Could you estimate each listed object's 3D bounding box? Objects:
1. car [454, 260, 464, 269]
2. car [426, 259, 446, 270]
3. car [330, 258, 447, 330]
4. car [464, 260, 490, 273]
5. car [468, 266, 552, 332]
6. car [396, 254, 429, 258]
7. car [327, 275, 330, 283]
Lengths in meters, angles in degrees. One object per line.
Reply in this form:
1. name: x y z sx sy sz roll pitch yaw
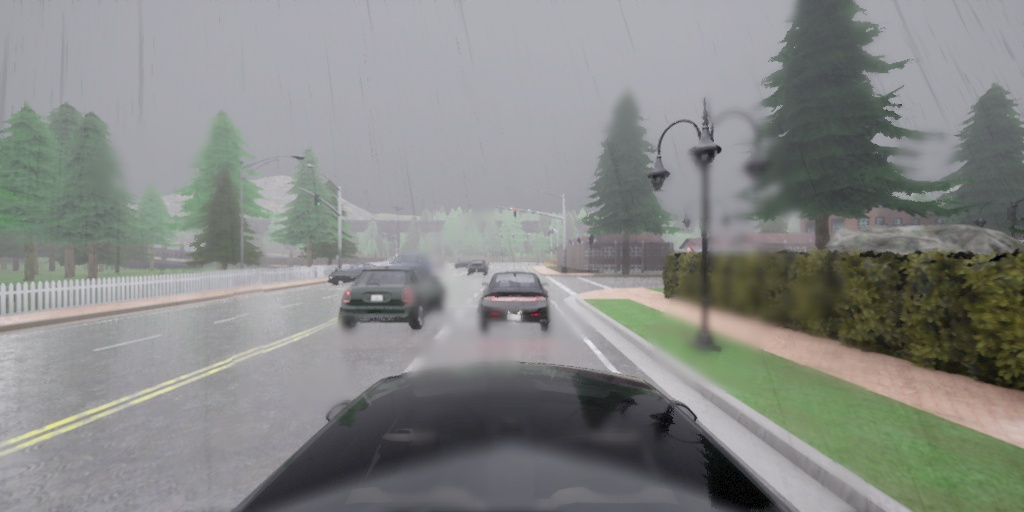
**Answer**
1. car: -6.967 1.180 50.991 1.895 1.301 4.718 0 0 0
2. car: -10.480 1.108 49.869 1.812 1.442 4.674 0 0 1
3. car: -3.404 1.069 11.181 2.097 1.767 4.553 0 0 0
4. car: -3.365 1.134 36.487 1.837 1.490 4.892 0 0 0
5. car: 0.092 1.210 10.703 2.128 1.511 4.902 0 0 0
6. car: -7.076 0.890 24.966 2.150 2.045 5.566 0 0 0
7. car: -10.576 1.217 24.769 2.033 1.411 5.357 0 0 0
